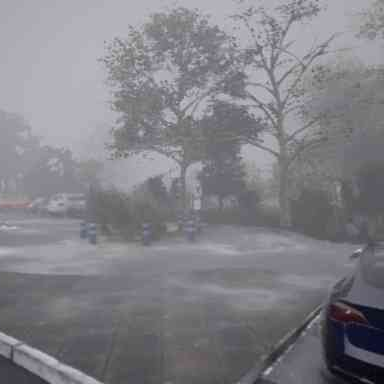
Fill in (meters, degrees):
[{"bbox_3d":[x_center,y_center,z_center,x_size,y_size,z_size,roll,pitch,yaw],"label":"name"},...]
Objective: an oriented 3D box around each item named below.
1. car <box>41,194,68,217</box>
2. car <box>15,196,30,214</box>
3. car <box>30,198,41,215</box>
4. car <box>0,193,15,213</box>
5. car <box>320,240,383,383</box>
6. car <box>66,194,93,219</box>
[{"bbox_3d":[-10.258,1.203,30.408,2.435,2.045,5.566,0,0,36],"label":"car"},{"bbox_3d":[-14.883,1.300,33.732,2.185,1.767,4.553,0,0,36],"label":"car"},{"bbox_3d":[-12.621,1.314,32.108,2.185,1.767,4.553,0,0,36],"label":"car"},{"bbox_3d":[-19.343,1.272,36.857,2.185,1.767,4.553,0,0,36],"label":"car"},{"bbox_3d":[3.322,1.425,4.791,2.163,1.488,4.792,0,0,36],"label":"car"},{"bbox_3d":[-8.031,1.343,28.736,2.185,1.767,4.553,0,0,36],"label":"car"}]
